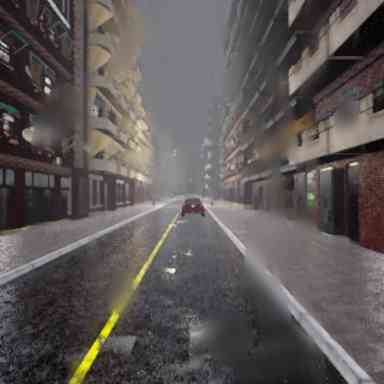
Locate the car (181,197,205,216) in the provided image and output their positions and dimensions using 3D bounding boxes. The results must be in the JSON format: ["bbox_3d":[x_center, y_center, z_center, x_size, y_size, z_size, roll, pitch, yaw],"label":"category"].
[{"bbox_3d":[0.088,1.296,31.787,2.097,1.767,4.553,0,0,0],"label":"car"}]
